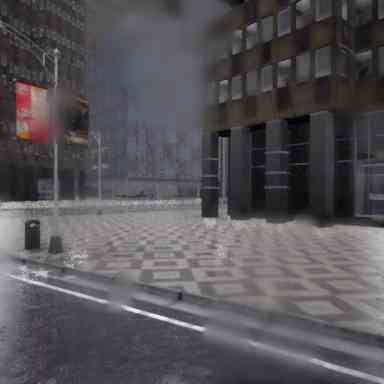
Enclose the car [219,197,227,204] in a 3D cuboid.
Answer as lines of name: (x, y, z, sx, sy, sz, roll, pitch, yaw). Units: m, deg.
car: (5.817, 1.558, 60.109, 5.357, 1.411, 2.033, 0, 0, -42)
